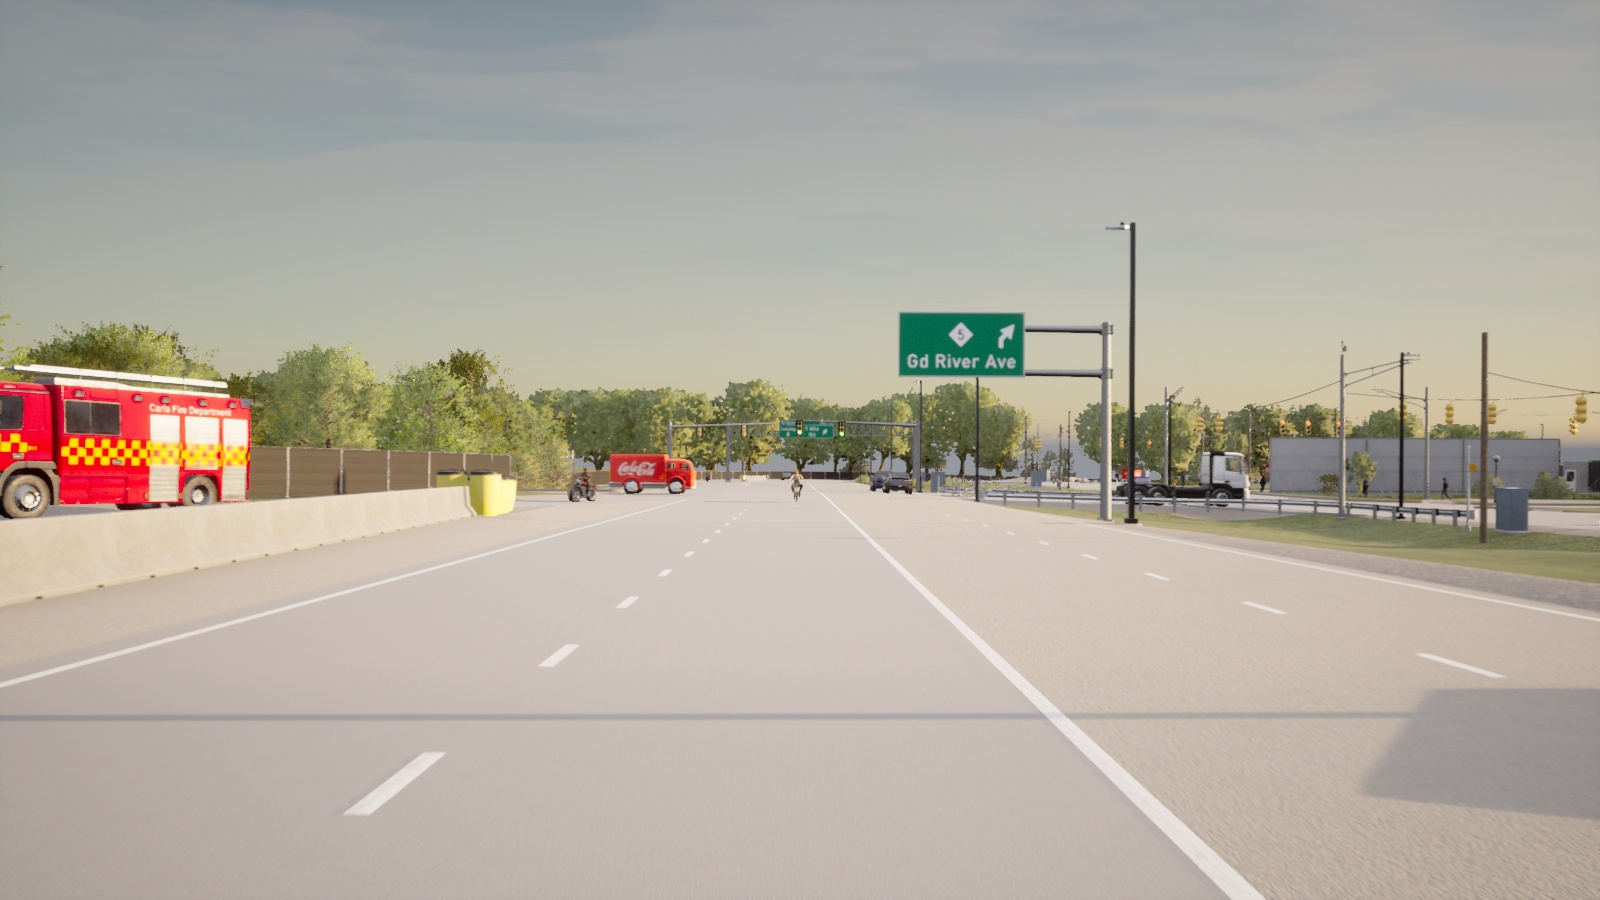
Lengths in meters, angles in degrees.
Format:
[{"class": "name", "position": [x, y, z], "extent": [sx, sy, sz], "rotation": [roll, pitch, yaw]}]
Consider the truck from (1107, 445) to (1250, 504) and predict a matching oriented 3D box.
[{"class": "truck", "position": [23.314, 1.525, 77.537], "extent": [7.936, 3.462, 2.891], "rotation": [1, -1, 1]}]

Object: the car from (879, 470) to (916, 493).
[{"class": "car", "position": [6.811, 2.221, 88.115], "extent": [2.128, 1.511, 4.902], "rotation": [2, -1, 0]}]

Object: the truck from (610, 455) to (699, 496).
[{"class": "truck", "position": [-8.941, 1.572, 77.477], "extent": [5.204, 2.467, 2.627], "rotation": [0, -1, 0]}]

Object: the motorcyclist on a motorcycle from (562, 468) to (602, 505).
[{"class": "motorcyclist on a motorcycle", "position": [-9.866, 1.648, 56.933], "extent": [0.766, 1.649, 2.350], "rotation": [0, -1, 17]}]

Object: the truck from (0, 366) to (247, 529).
[{"class": "truck", "position": [-18.895, 0.004, 32.746], "extent": [2.891, 3.827, 8.468], "rotation": [0, -1, 23]}]
